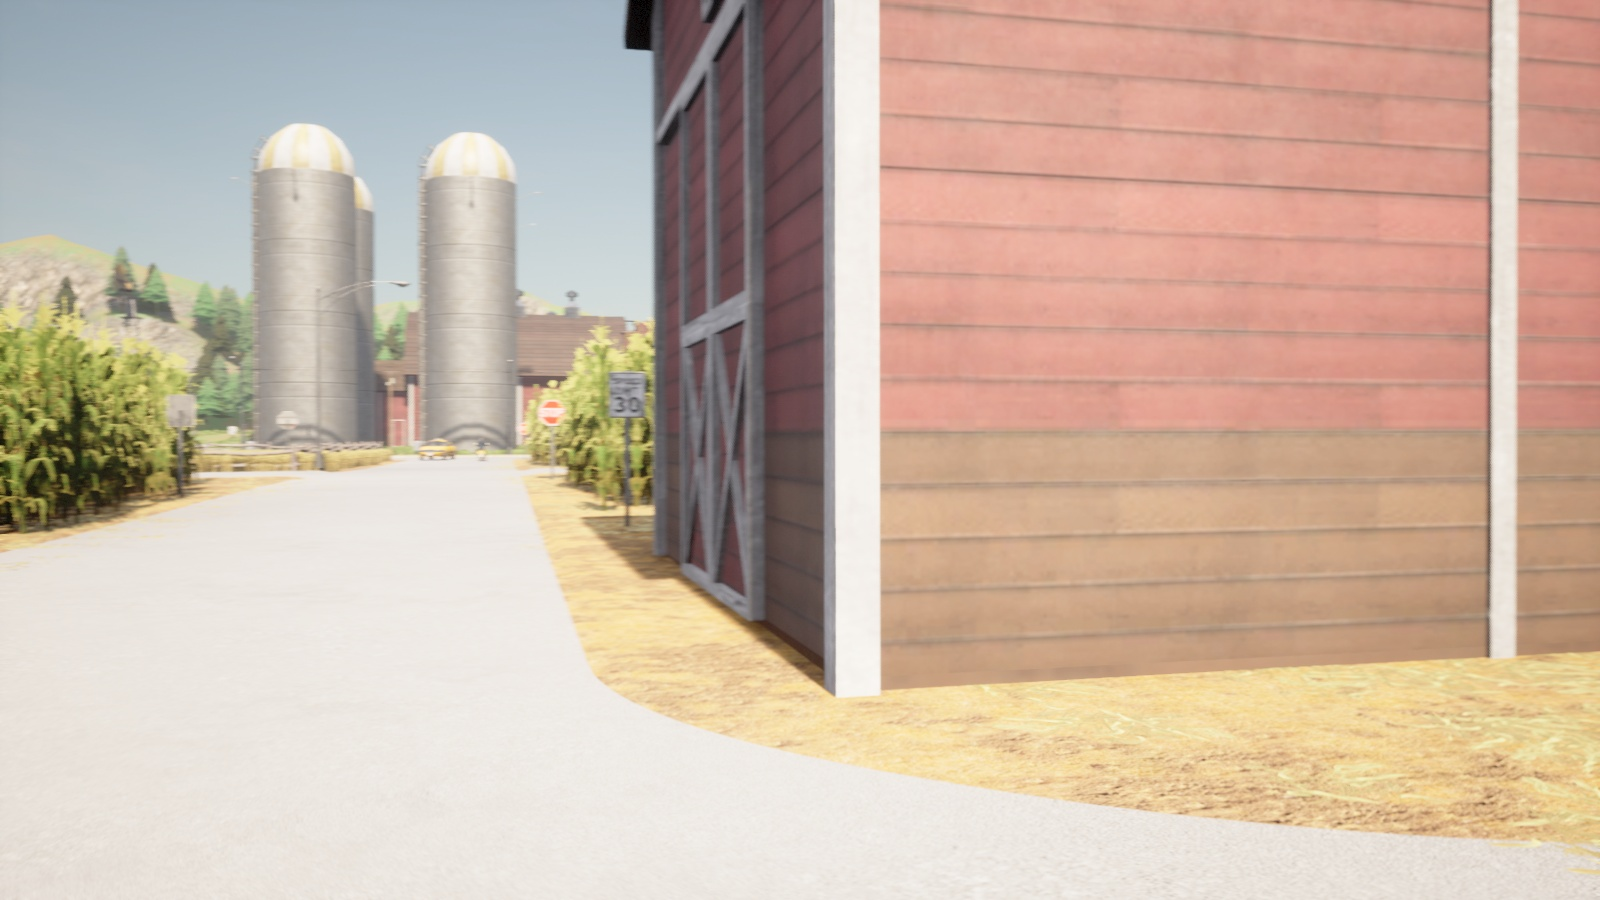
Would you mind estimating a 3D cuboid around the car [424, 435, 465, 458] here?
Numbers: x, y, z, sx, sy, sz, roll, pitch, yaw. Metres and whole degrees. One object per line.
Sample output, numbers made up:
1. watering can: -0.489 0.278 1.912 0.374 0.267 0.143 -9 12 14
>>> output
1. car: -25.402 -0.297 89.887 1.801 1.575 5.366 0 1 -4
